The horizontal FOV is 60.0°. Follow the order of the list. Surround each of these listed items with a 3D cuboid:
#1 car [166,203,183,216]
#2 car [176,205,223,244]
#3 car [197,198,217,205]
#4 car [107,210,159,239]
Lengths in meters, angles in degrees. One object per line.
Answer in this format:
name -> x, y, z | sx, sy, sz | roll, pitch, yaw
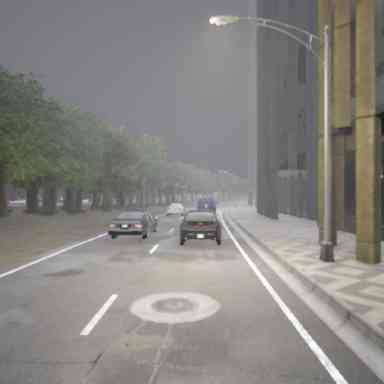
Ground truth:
car -> -1.790, 2.032, 38.436 | 1.812, 1.442, 4.674 | 0, -1, 4
car -> 0.434, 1.598, 16.182 | 1.837, 1.490, 4.892 | 0, -1, 2
car -> 1.815, 1.765, 39.681 | 2.150, 2.045, 5.566 | 0, -1, 5
car -> -3.016, 1.659, 17.960 | 2.033, 1.411, 5.357 | 0, -1, 2
